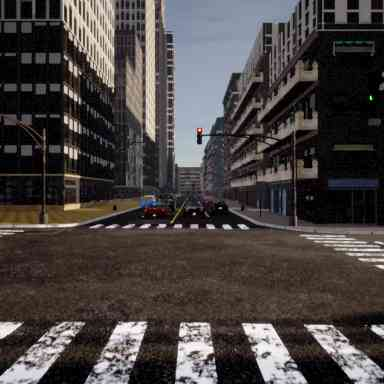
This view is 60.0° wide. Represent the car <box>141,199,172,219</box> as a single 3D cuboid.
[{"bbox_3d":[-3.095,1.603,29.564,1.895,1.301,4.718,0,0,0],"label":"car"}]

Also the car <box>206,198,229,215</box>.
[{"bbox_3d":[2.696,1.568,33.760,1.947,1.339,4.313,0,0,0],"label":"car"}]

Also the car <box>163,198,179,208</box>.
[{"bbox_3d":[-3.072,1.570,49.553,1.994,1.385,4.181,0,0,0],"label":"car"}]

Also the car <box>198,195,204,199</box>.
[{"bbox_3d":[2.702,1.560,60.690,2.008,1.369,4.403,0,0,0],"label":"car"}]

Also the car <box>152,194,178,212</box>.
[{"bbox_3d":[-3.095,1.225,39.463,2.150,2.045,5.566,0,0,0],"label":"car"}]

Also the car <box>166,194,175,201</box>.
[{"bbox_3d":[-5.672,1.336,88.963,2.192,1.841,5.009,0,0,0],"label":"car"}]

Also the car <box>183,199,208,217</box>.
[{"bbox_3d":[0.160,1.603,31.140,1.895,1.301,4.718,0,0,-1],"label":"car"}]

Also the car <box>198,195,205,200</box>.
[{"bbox_3d":[2.710,1.590,94.615,1.947,1.339,4.313,0,0,0],"label":"car"}]

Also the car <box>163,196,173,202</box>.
[{"bbox_3d":[-5.674,1.567,77.654,2.008,1.369,4.403,0,0,0],"label":"car"}]

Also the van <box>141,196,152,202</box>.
[{"bbox_3d":[-5.683,1.346,43.728,1.690,1.788,3.998,0,0,0],"label":"van"}]

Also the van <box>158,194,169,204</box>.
[{"bbox_3d":[-5.678,1.353,66.345,1.690,1.788,3.998,0,0,0],"label":"van"}]

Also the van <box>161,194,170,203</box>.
[{"bbox_3d":[-5.676,1.355,72.000,1.690,1.788,3.998,0,0,0],"label":"van"}]

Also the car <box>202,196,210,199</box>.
[{"bbox_3d":[2.698,1.549,43.727,1.887,1.381,4.507,0,0,0],"label":"car"}]
